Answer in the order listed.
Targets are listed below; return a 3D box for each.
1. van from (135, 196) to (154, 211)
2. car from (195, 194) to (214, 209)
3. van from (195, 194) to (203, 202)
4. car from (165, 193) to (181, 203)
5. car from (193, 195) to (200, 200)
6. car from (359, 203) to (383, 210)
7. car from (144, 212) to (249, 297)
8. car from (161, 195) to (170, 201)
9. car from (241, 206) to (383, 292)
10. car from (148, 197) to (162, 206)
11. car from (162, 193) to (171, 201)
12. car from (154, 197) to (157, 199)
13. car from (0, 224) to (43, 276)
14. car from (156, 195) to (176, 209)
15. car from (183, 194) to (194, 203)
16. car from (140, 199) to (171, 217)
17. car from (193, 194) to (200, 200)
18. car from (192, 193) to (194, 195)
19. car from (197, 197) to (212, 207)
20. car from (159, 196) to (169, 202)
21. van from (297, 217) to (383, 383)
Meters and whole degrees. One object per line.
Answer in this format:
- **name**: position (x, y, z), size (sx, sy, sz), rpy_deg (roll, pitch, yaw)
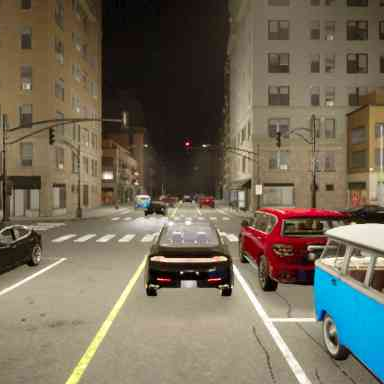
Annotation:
- **van**: position (-6.021, 1.336, 40.717), size (1.690, 1.788, 3.998), rpy_deg (0, 0, -1)
- **car**: position (2.006, 1.309, 46.250), size (2.192, 1.841, 5.009), rpy_deg (0, 0, -1)
- **van**: position (1.561, 1.329, 73.278), size (1.690, 1.788, 3.998), rpy_deg (0, 0, -1)
- **car**: position (-3.797, 1.340, 67.453), size (2.097, 1.767, 4.553), rpy_deg (0, 0, -1)
- **car**: position (1.291, 1.509, 89.665), size (1.752, 1.417, 4.829), rpy_deg (0, 0, -1)
- **car**: position (11.493, 1.506, 20.955), size (4.181, 1.385, 1.994), rpy_deg (0, 0, 0)
- **car**: position (-0.061, 1.491, 8.586), size (2.128, 1.511, 4.902), rpy_deg (0, 0, 0)
- **car**: position (-6.682, 1.551, 83.962), size (1.947, 1.339, 4.313), rpy_deg (0, 0, -1)
- **car**: position (2.520, 1.315, 8.883), size (2.192, 1.841, 5.009), rpy_deg (0, 0, -1)
- **car**: position (-6.269, 1.537, 56.934), size (1.887, 1.381, 4.507), rpy_deg (0, 0, -1)
- **car**: position (-6.765, 1.299, 89.368), size (2.192, 1.841, 5.009), rpy_deg (0, 0, -1)
- **car**: position (-6.186, 1.559, 51.529), size (1.947, 1.339, 4.313), rpy_deg (0, 0, -1)
- **car**: position (-5.504, 1.566, 8.758), size (1.947, 1.339, 4.313), rpy_deg (0, 0, -1)
- **car**: position (-3.544, 1.520, 46.280), size (1.812, 1.442, 4.674), rpy_deg (0, 0, -1)
- **car**: position (-0.910, 1.591, 66.530), size (1.895, 1.301, 4.718), rpy_deg (0, 0, -1)
- **car**: position (-3.314, 1.598, 31.005), size (1.895, 1.301, 4.718), rpy_deg (0, 0, -1)
- **car**: position (1.205, 1.423, 94.900), size (1.967, 1.590, 4.097), rpy_deg (0, 0, -1)
- **car**: position (1.650, 1.305, 67.873), size (2.192, 1.841, 5.009), rpy_deg (0, 0, -1)
- **car**: position (1.917, 1.544, 51.656), size (2.008, 1.369, 4.403), rpy_deg (0, 0, -1)
- **car**: position (-6.600, 1.538, 78.557), size (2.008, 1.369, 4.403), rpy_deg (0, 0, -1)
- **van**: position (2.606, 1.341, 3.372), size (1.690, 1.788, 3.998), rpy_deg (0, 0, -1)
